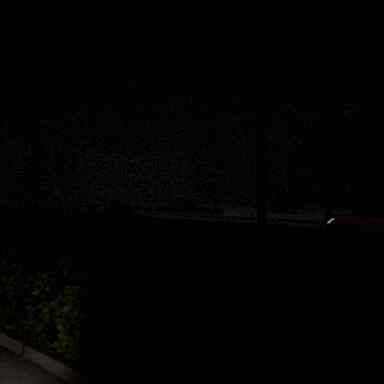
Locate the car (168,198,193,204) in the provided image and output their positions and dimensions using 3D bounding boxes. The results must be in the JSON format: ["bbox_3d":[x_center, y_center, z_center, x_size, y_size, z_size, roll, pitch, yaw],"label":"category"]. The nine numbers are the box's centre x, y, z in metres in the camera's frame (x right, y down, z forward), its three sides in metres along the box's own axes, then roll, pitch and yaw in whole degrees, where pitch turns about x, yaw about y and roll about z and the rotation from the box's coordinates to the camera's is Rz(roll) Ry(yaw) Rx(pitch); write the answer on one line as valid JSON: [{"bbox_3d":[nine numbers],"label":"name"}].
[{"bbox_3d":[-1.392,1.495,43.532,1.816,1.474,4.193,0,0,35],"label":"car"}]

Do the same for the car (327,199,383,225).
[{"bbox_3d":[8.363,1.352,14.817,4.553,1.767,2.097,0,0,40],"label":"car"}]

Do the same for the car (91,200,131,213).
[{"bbox_3d":[-7.811,1.511,32.320,1.784,1.438,3.905,0,0,35],"label":"car"}]

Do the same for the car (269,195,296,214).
[{"bbox_3d":[9.967,1.309,36.246,1.905,1.878,3.866,0,0,35],"label":"car"}]
